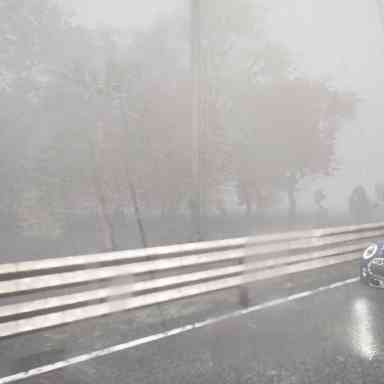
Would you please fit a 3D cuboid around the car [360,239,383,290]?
[{"bbox_3d":[6.025,1.349,7.984,4.553,1.767,2.097,0,0,-36],"label":"car"}]
